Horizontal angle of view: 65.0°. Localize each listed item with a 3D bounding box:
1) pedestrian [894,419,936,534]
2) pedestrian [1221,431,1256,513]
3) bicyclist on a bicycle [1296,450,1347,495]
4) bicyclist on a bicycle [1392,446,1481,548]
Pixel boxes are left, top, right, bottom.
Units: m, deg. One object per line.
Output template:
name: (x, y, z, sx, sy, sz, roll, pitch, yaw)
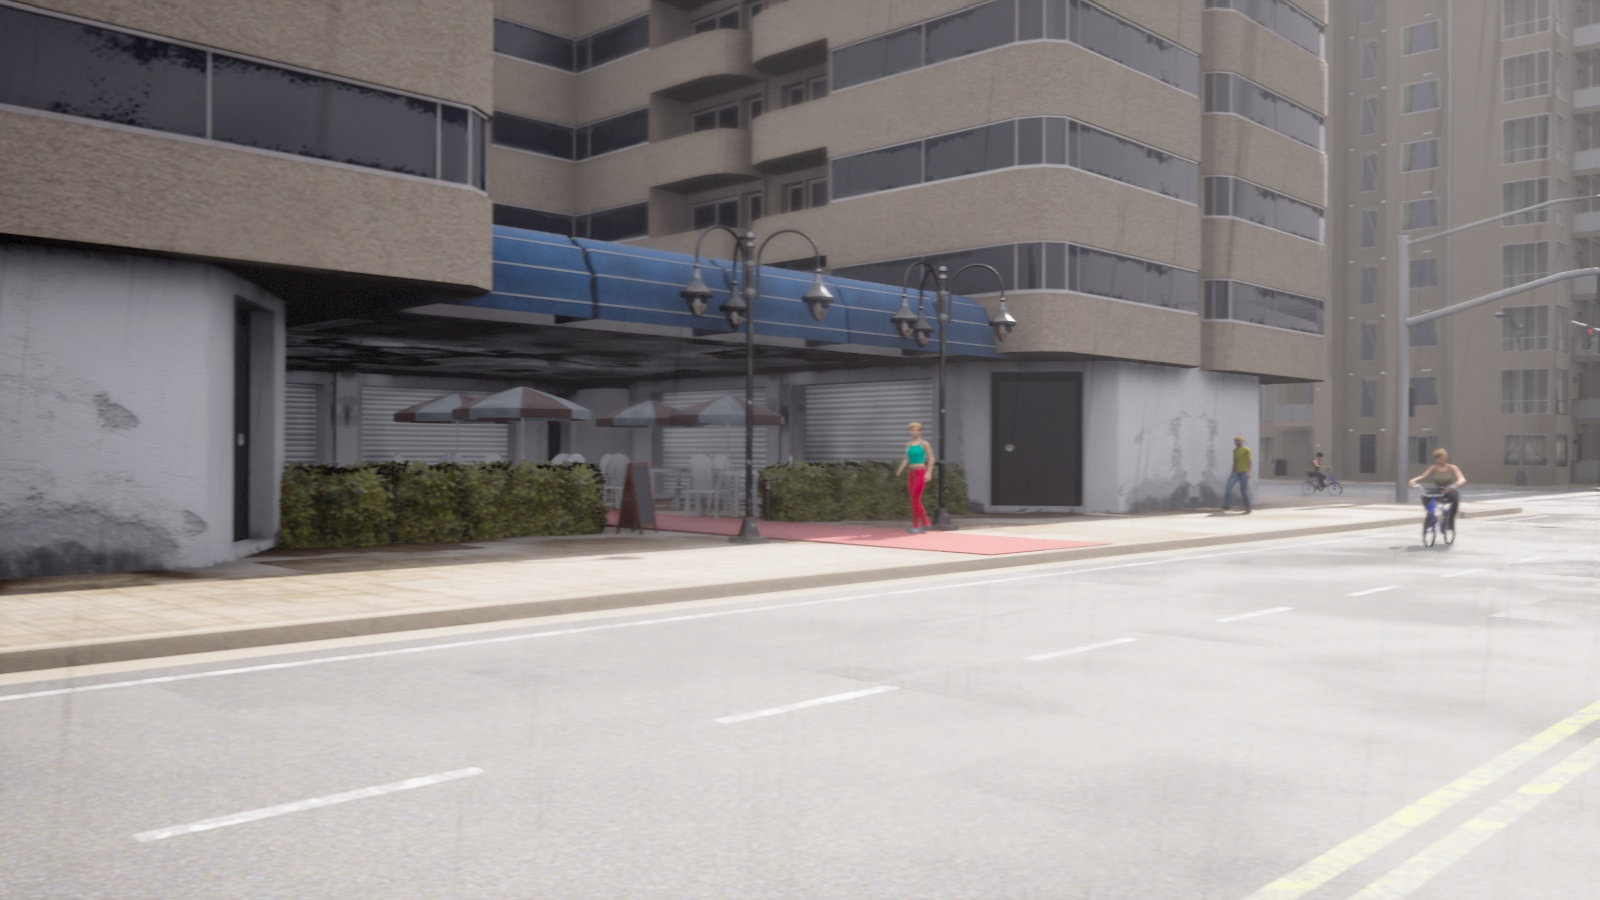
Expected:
pedestrian: (1.875, 0.429, 20.467, 0.594, 1.836, 0.345, 0, 0, -39)
pedestrian: (9.927, 0.486, 28.443, 0.706, 1.836, 0.354, 0, 0, -27)
bicyclist on a bicycle: (19.180, 0.815, 46.180, 1.509, 1.612, 0.866, 0, 0, 44)
bicyclist on a bicycle: (10.450, 0.740, 20.602, 0.866, 1.612, 1.509, 0, 0, 45)
